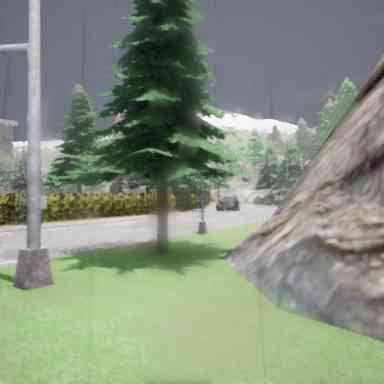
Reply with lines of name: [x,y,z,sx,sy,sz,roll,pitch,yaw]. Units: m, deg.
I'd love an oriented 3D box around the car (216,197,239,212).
car: [4.223,1.335,38.961,2.097,1.767,4.553,0,0,17]
